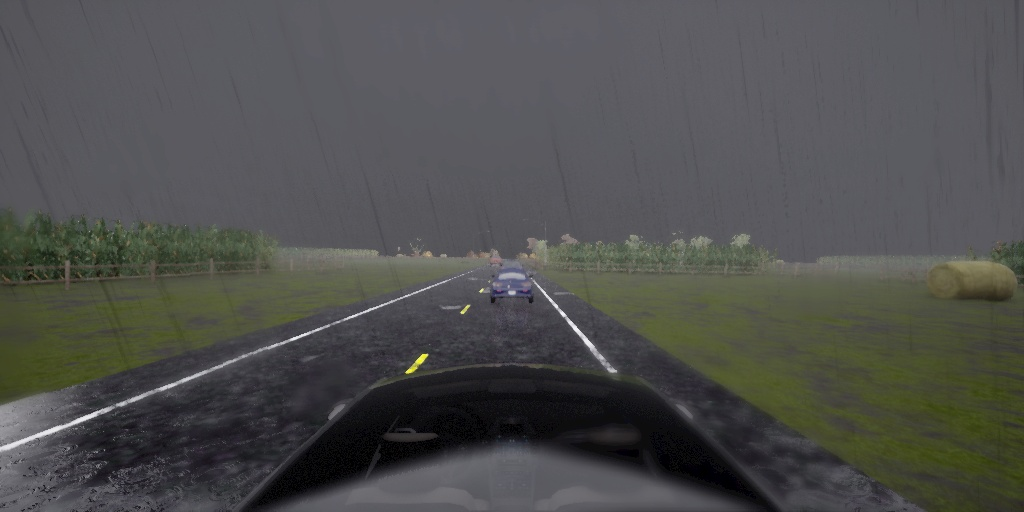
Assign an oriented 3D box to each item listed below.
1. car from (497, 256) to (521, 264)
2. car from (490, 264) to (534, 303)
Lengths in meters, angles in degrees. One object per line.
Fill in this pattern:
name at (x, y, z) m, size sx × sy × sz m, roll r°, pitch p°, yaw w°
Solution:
car at (0.000, 1.124, 31.479) m, size 2.097 × 1.767 × 4.553 m, roll 0°, pitch 0°, yaw 0°
car at (0.000, 1.286, 16.507) m, size 1.812 × 1.442 × 4.674 m, roll 0°, pitch 0°, yaw 0°
